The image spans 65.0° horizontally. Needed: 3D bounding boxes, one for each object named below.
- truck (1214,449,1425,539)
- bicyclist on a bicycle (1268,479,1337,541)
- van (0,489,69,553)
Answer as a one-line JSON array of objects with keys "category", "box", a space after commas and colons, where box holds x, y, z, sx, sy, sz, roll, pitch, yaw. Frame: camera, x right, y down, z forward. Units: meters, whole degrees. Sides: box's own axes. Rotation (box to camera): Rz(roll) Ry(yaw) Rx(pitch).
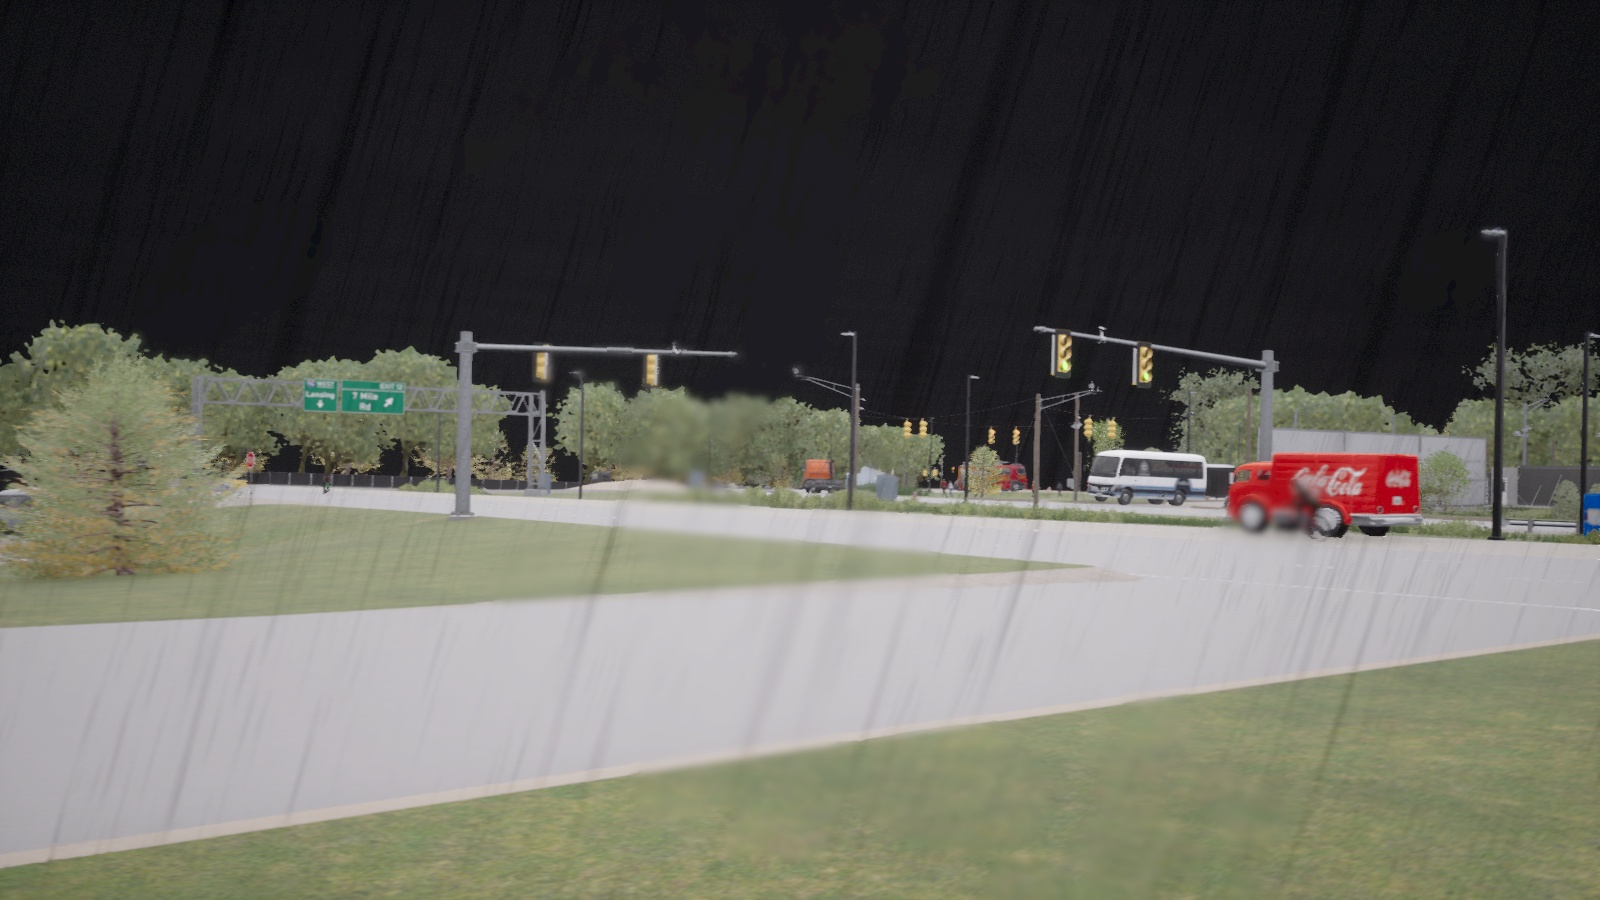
[{"category": "truck", "box": [15.327, 1.256, 37.348, 2.627, 2.467, 5.204, 1, -1, -34]}, {"category": "bicyclist on a bicycle", "box": [13.510, 1.600, 33.800, 0.582, 1.620, 1.656, 1, -2, -34]}, {"category": "van", "box": [-27.741, 2.489, 45.155, 1.775, 1.987, 4.442, 1, 1, -21]}]
